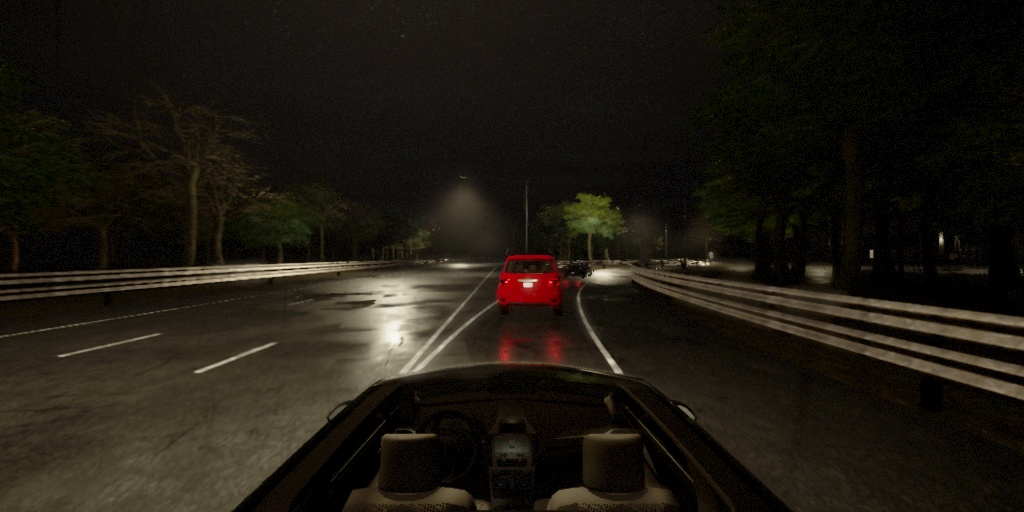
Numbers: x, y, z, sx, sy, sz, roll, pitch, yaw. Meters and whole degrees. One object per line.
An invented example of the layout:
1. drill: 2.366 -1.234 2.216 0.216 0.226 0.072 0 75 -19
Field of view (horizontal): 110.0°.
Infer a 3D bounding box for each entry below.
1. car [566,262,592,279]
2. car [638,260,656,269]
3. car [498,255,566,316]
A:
1. car: 6.224 1.278 33.450 2.128 1.511 4.902 0 0 22
2. car: 22.066 1.312 58.781 1.837 1.490 4.892 -1 0 42
3. car: 0.898 1.001 13.779 2.150 2.045 5.566 0 0 8
